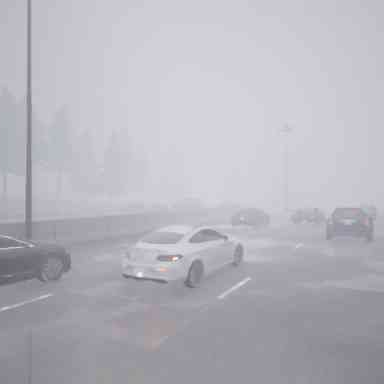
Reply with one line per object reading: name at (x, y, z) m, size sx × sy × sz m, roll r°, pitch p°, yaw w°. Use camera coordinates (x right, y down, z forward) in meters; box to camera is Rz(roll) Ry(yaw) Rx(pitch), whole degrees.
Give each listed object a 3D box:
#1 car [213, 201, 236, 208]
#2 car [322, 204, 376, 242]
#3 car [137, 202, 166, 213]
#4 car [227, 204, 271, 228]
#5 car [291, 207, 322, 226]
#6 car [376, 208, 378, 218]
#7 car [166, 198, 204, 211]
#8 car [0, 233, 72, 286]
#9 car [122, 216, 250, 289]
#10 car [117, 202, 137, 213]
car at (4.683, 2.013, 45.827) m, size 1.882 × 1.535 × 5.008 m, roll -1°, pitch -1°, yaw 34°
car at (8.574, 1.539, 17.942) m, size 2.097 × 1.767 × 4.553 m, roll -1°, pitch 0°, yaw 29°
car at (-4.814, 2.115, 43.996) m, size 1.994 × 1.385 × 4.181 m, roll -1°, pitch -1°, yaw 32°
car at (4.496, 1.849, 24.992) m, size 1.994 × 1.385 × 4.181 m, roll -1°, pitch -1°, yaw 29°
car at (9.405, 1.885, 26.561) m, size 1.895 × 1.301 × 4.718 m, roll -1°, pitch -1°, yaw 30°
car at (16.768, 1.869, 32.022) m, size 2.033 × 1.411 × 5.357 m, roll -1°, pitch -1°, yaw 32°
car at (-0.553, 1.760, 44.216) m, size 2.150 × 2.045 × 5.566 m, roll -1°, pitch -1°, yaw 33°
car at (-5.092, 1.606, 7.698) m, size 2.128 × 1.511 × 4.902 m, roll -1°, pitch -1°, yaw 29°
car at (-0.060, 1.643, 9.564) m, size 1.812 × 1.442 × 4.674 m, roll -1°, pitch -1°, yaw 29°
car at (-8.071, 2.059, 45.399) m, size 1.882 × 1.535 × 5.008 m, roll -1°, pitch -1°, yaw 32°
